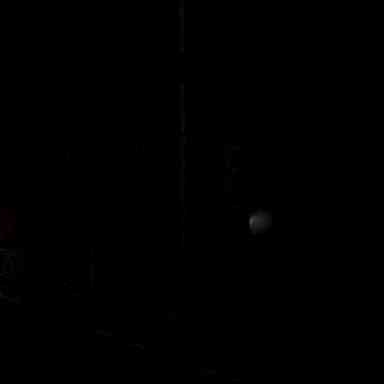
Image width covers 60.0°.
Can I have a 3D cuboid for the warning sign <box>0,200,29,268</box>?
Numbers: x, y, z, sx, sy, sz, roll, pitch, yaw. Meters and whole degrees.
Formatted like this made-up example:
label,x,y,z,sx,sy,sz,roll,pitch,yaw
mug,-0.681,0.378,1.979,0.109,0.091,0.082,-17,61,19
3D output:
label,x,y,z,sx,sy,sz,roll,pitch,yaw
warning sign,-5.662,1.185,9.691,1.060,1.860,1.300,0,0,36
